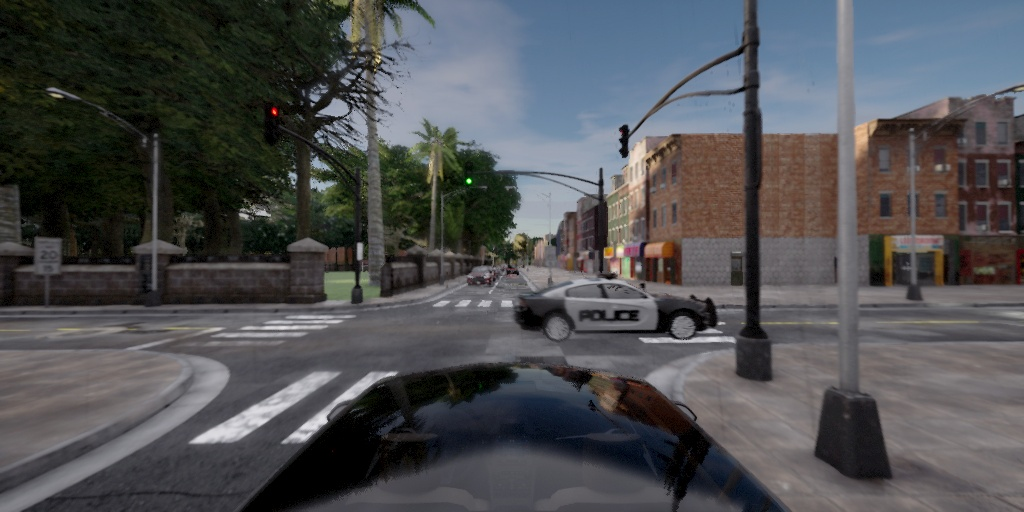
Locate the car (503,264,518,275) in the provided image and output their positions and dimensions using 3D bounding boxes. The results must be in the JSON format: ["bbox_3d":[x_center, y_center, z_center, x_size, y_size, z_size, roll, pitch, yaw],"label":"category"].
[{"bbox_3d":[0.006,2.113,53.917,1.837,1.490,4.892,0,-1,0],"label":"car"}]

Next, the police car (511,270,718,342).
[{"bbox_3d":[2.646,1.276,9.594,5.238,1.638,1.930,0,-1,0],"label":"police car"}]

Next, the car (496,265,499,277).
[{"bbox_3d":[-2.633,1.727,35.903,1.967,1.591,4.097,0,0,0],"label":"car"}]

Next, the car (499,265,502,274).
[{"bbox_3d":[-2.633,2.069,47.279,1.802,1.307,4.207,0,0,0],"label":"car"}]

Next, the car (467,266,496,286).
[{"bbox_3d":[-2.635,1.631,30.216,1.967,1.591,4.097,0,0,0],"label":"car"}]

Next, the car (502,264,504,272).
[{"bbox_3d":[-2.632,2.247,58.653,2.007,1.370,4.403,0,0,0],"label":"car"}]
